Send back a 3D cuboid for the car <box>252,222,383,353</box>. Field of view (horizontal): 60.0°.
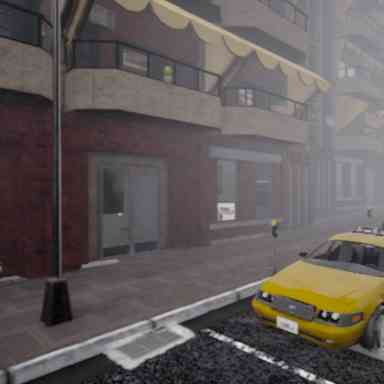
[{"bbox_3d":[3.020,1.340,5.925,4.829,1.417,1.752,-2,3,-42],"label":"car"}]
